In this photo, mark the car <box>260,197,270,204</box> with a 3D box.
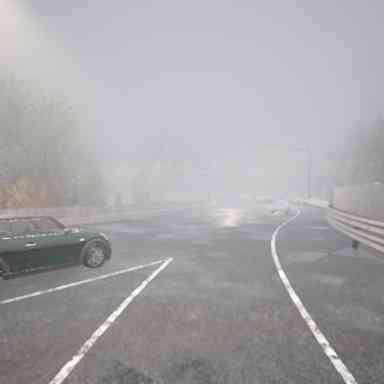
[{"bbox_3d":[16.270,1.850,72.288,2.033,1.411,5.357,0,0,0],"label":"car"}]

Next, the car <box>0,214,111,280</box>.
[{"bbox_3d":[-4.479,1.380,9.259,2.097,1.767,4.553,0,0,35],"label":"car"}]

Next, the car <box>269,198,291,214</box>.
[{"bbox_3d":[10.308,1.694,38.546,1.812,1.442,4.674,0,0,19],"label":"car"}]
